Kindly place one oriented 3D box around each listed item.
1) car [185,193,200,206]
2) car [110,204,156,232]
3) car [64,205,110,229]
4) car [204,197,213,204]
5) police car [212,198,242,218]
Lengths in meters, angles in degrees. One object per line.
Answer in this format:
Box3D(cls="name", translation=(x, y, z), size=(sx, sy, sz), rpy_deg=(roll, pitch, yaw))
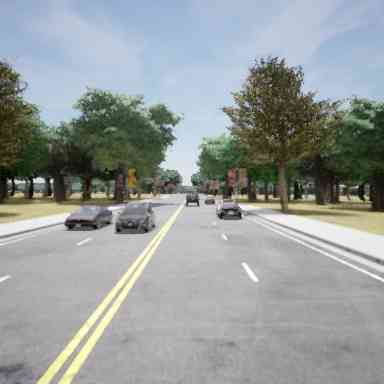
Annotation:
Box3D(cls="car", translation=(0.080, 1.214, 54.200), size=(2.150, 2.045, 5.566), rpy_deg=(0, -1, 0))
Box3D(cls="car", translation=(-3.290, 1.509, 20.038), size=(1.837, 1.490, 4.892), rpy_deg=(0, -1, 1))
Box3D(cls="car", translation=(-6.522, 1.550, 21.742), size=(2.033, 1.411, 5.357), rpy_deg=(0, 0, 0))
Box3D(cls="car", translation=(3.231, 1.556, 60.816), size=(1.812, 1.442, 4.674), rpy_deg=(0, -1, 0))
Box3D(cls="police car", translation=(3.250, 1.555, 30.037), size=(2.038, 1.542, 4.974), rpy_deg=(0, 0, 0))
